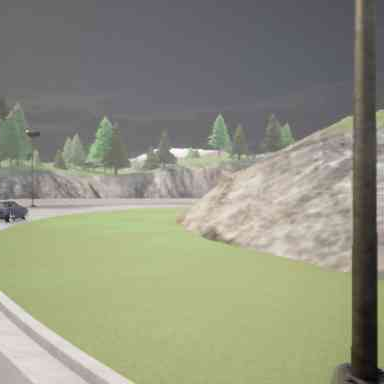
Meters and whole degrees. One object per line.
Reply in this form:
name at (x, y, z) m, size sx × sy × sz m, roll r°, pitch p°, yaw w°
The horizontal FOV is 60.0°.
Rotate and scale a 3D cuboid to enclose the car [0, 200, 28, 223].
car at (-15.064, 1.465, 26.962) m, size 2.097 × 1.767 × 4.553 m, roll 0°, pitch 0°, yaw -7°
